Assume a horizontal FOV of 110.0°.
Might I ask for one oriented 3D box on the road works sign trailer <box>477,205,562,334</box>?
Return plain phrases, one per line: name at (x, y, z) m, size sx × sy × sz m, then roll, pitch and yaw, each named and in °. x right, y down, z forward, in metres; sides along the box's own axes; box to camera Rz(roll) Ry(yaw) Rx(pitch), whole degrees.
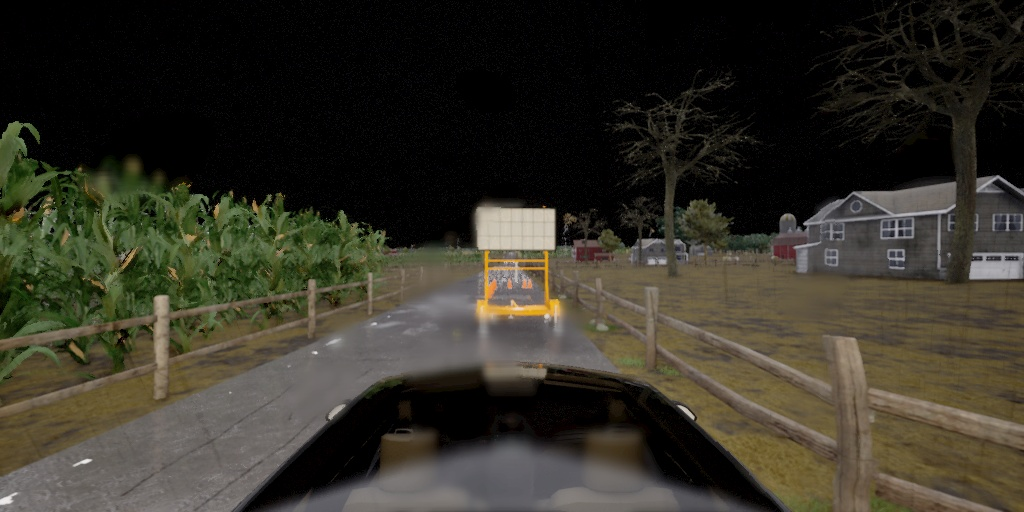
road works sign trailer at (0.128, 0.258, 10.919) m, size 2.380 × 3.560 × 2.880 m, roll 0°, pitch 0°, yaw -5°
